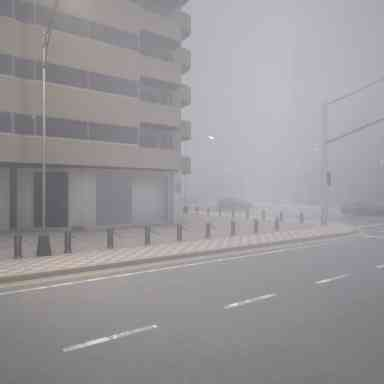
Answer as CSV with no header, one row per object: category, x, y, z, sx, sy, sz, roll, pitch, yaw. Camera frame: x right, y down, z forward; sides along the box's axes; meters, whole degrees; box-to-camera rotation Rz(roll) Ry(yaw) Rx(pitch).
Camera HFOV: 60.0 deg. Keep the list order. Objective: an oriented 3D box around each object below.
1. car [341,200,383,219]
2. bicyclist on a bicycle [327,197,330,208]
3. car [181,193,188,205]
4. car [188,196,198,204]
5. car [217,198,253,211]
car,14.475,1.442,26.550,2.128,1.511,4.902,0,0,-36
bicyclist on a bicycle,17.322,1.245,43.050,1.656,1.620,0.582,0,0,-35
car,-3.522,1.166,58.373,2.150,2.045,5.566,0,0,-34
car,-0.785,1.449,60.575,1.837,1.490,4.892,0,0,-34
car,5.073,1.422,39.669,1.882,1.535,5.008,0,0,-35
